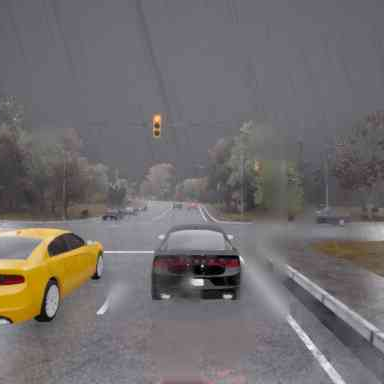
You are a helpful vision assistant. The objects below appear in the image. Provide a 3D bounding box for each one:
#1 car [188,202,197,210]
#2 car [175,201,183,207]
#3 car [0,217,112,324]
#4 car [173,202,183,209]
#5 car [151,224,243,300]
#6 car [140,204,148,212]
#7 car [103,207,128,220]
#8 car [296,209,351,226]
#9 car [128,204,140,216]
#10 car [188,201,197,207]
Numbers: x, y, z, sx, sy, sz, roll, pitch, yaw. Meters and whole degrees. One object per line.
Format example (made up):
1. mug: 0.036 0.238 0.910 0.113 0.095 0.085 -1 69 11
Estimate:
1. car: 0.155 3.051 76.246 2.097 1.767 4.553 0 0 0
2. car: -3.445 3.177 86.827 1.994 1.385 4.181 0 0 -3
3. car: -3.406 1.544 7.373 1.882 1.535 5.008 0 -1 0
4. car: -3.346 3.192 76.758 1.837 1.490 4.892 0 0 0
5. car: 0.101 1.567 8.615 1.882 1.535 5.008 0 -1 0
6. car: -10.362 3.243 68.831 2.128 1.511 4.902 0 0 0
7. car: -10.521 3.007 44.835 2.033 1.411 5.357 0 -2 1
8. car: 12.458 2.442 31.644 4.892 1.490 1.837 0 -2 0
9. car: -10.469 3.242 56.343 1.812 1.442 4.674 0 -1 0
10. car: 0.072 3.172 86.403 2.033 1.411 5.357 0 0 -3
